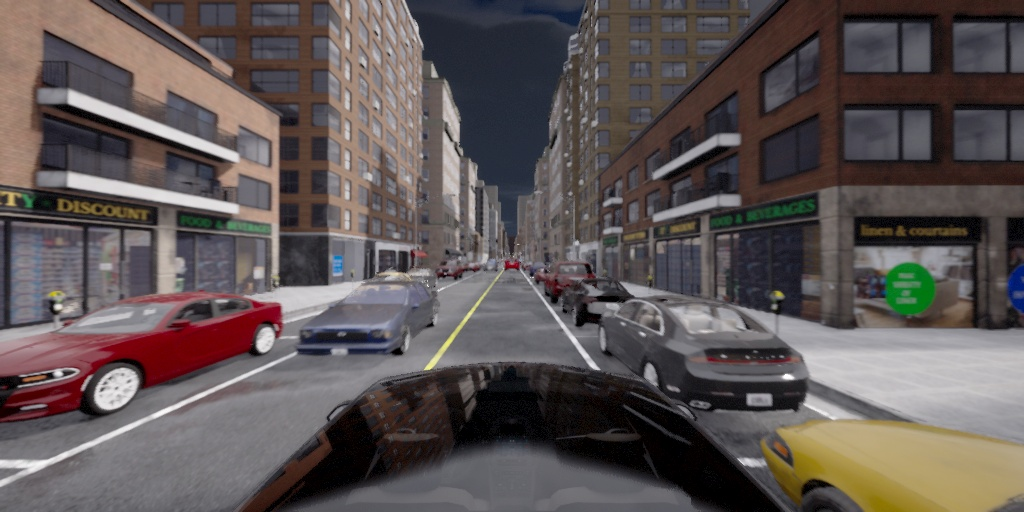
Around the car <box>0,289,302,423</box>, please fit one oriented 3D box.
[{"bbox_3d":[-5.858,1.321,6.025,1.888,1.381,4.507,0,0,0],"label":"car"}]

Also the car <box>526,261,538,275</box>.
[{"bbox_3d":[3.005,1.339,40.191,2.097,1.767,4.553,0,0,0],"label":"car"}]

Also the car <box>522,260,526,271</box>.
[{"bbox_3d":[2.676,1.531,56.393,1.967,1.591,4.097,0,0,0],"label":"car"}]

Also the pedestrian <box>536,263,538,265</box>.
[{"bbox_3d":[3.006,1.357,42.997,0.500,1.100,0.500,0,0,-15],"label":"pedestrian"}]

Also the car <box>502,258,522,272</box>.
[{"bbox_3d":[0.011,1.288,55.102,2.150,2.045,5.566,0,0,0],"label":"car"}]

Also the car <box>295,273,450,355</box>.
[{"bbox_3d":[-3.095,1.343,9.064,2.033,1.411,5.357,0,0,0],"label":"car"}]

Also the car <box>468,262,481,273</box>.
[{"bbox_3d":[-5.851,1.600,50.790,1.888,1.381,4.507,0,0,0],"label":"car"}]

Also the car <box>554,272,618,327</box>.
[{"bbox_3d":[2.669,1.377,11.640,1.948,1.339,4.313,0,0,0],"label":"car"}]

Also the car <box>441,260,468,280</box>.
[{"bbox_3d":[-5.853,1.263,34.003,2.192,1.841,5.009,0,0,0],"label":"car"}]

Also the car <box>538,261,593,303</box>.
[{"bbox_3d":[2.670,1.160,17.234,2.192,1.841,5.009,0,0,0],"label":"car"}]

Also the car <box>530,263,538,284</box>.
[{"bbox_3d":[2.672,1.496,28.423,1.802,1.307,4.207,0,0,0],"label":"car"}]

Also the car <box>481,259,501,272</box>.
[{"bbox_3d":[-3.068,1.554,51.941,2.128,1.511,4.902,0,0,0],"label":"car"}]

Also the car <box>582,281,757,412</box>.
[{"bbox_3d":[2.669,1.327,6.046,2.007,1.370,4.403,0,0,0],"label":"car"}]

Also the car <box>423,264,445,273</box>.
[{"bbox_3d":[-5.855,1.430,22.812,2.007,1.370,4.403,0,0,0],"label":"car"}]

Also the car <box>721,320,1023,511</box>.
[{"bbox_3d":[2.668,1.268,0.622,1.751,1.417,4.829,0,0,0],"label":"car"}]

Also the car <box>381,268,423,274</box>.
[{"bbox_3d":[-5.856,1.370,17.047,1.751,1.417,4.829,0,0,0],"label":"car"}]
